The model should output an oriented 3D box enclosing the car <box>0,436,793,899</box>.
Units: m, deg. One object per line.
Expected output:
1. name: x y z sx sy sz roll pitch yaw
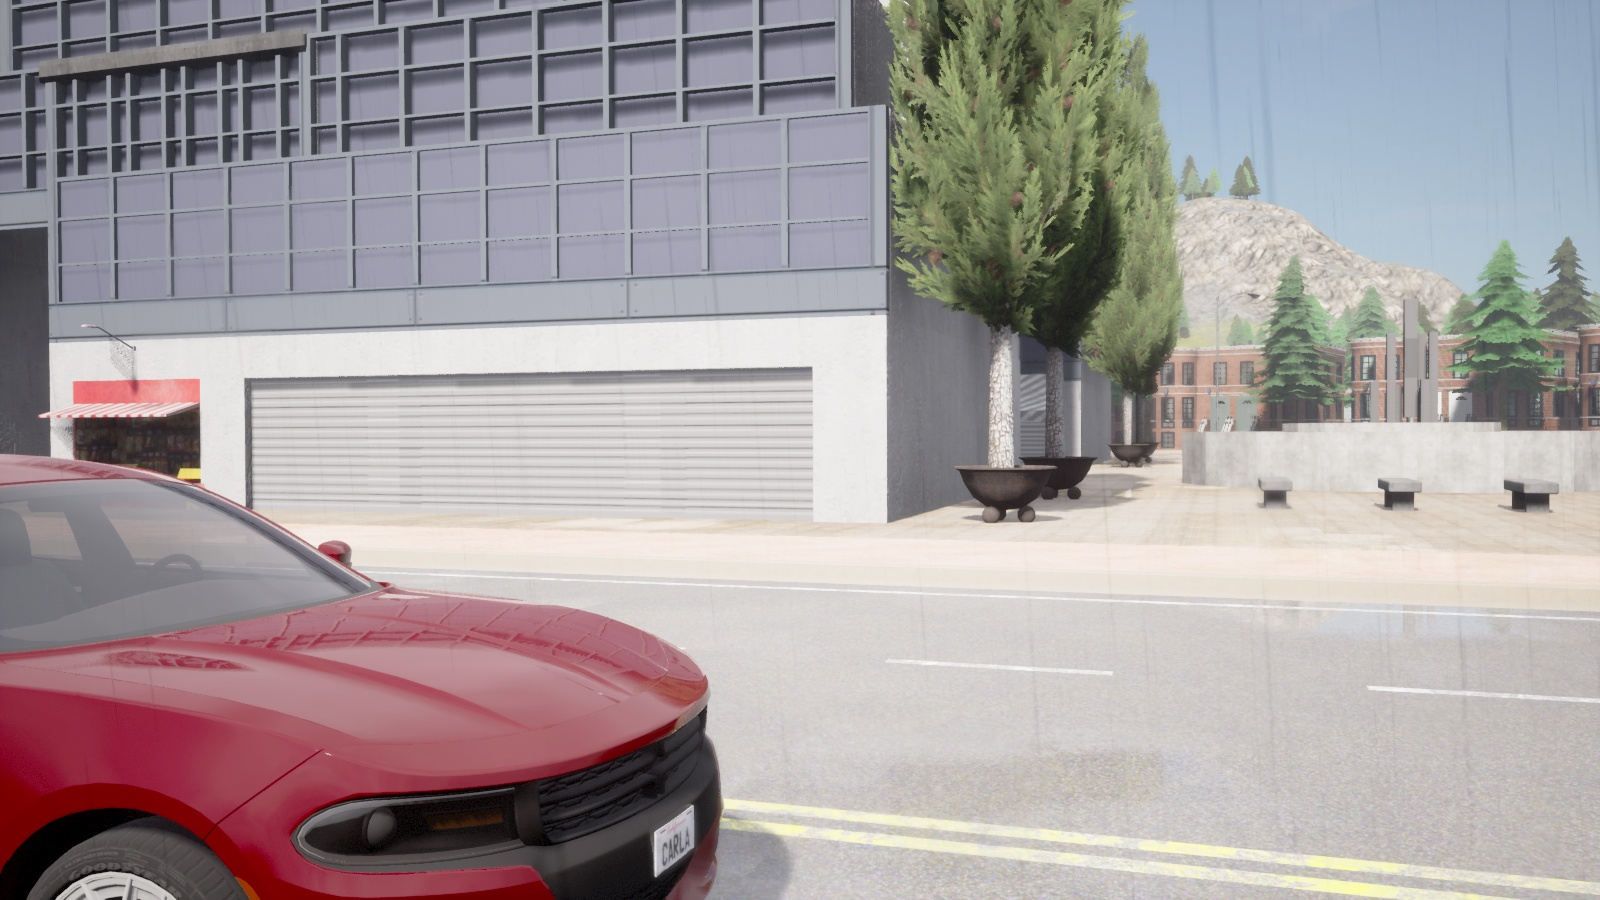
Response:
1. car: -2.701 0.729 4.093 5.008 1.535 1.882 1 1 19
